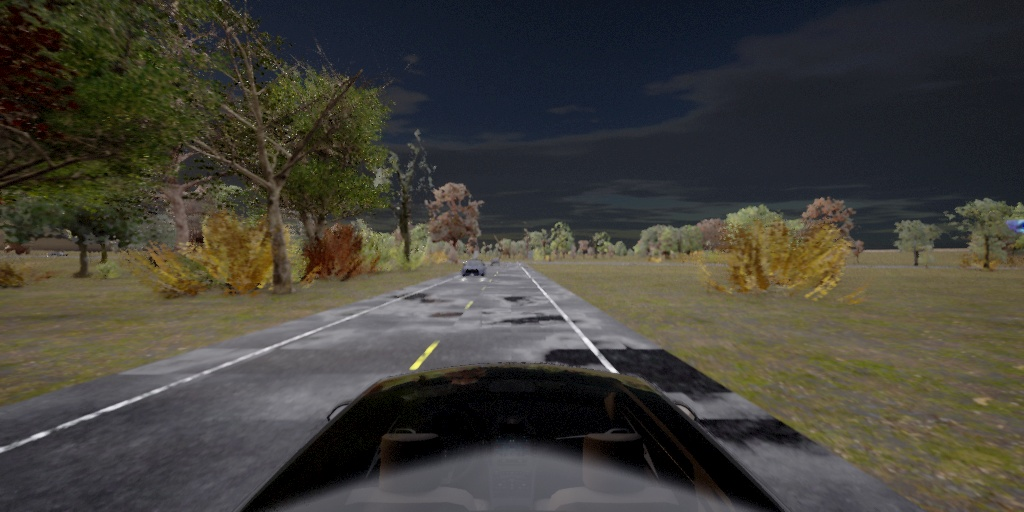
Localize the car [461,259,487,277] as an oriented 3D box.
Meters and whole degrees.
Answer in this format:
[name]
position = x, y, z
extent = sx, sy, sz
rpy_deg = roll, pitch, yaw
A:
[car]
position = -3.583, 1.096, 34.510
extent = 2.097, 1.767, 4.553
rpy_deg = 0, 0, 0
